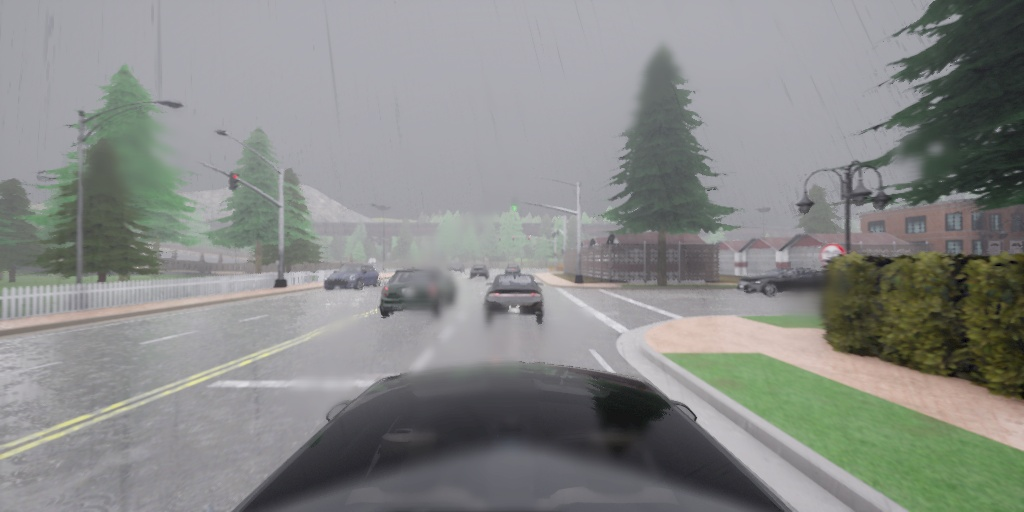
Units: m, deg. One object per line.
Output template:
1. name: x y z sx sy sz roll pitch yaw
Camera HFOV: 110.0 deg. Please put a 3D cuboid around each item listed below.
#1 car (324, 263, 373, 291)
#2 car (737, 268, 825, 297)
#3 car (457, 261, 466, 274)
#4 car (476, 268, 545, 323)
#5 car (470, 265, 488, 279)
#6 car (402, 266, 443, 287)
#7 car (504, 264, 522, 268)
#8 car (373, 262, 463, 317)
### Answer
1. car: -10.602 1.348 24.006 2.097 1.767 4.553 0 -1 0
2. car: 14.978 1.402 19.620 4.902 1.511 2.128 0 -1 -1
3. car: -7.009 1.449 45.310 1.837 1.490 4.892 0 -1 0
4. car: 0.095 1.363 12.647 2.128 1.511 4.902 0 -1 0
5. car: -3.408 1.659 38.309 1.837 1.490 4.892 0 -1 0
6. car: -7.102 1.599 29.052 2.033 1.411 5.357 0 -1 0
7. car: 0.105 1.686 41.937 2.128 1.511 4.902 0 -1 1
8. car: -3.404 1.237 13.955 2.097 1.767 4.553 0 -1 0
